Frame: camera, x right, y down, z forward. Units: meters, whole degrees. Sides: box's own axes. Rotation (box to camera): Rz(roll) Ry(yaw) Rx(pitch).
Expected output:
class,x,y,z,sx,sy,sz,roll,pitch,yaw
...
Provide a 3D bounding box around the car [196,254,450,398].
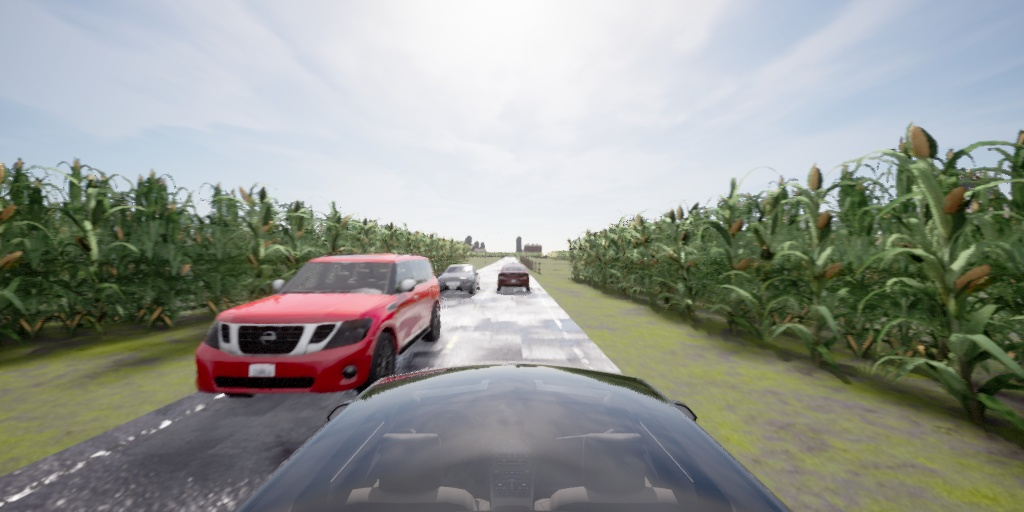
class,x,y,z,sx,sy,sz,roll,pitch,yaw
car,-2.839,0.971,6.874,2.150,2.045,5.566,0,0,1

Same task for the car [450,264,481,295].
class,x,y,z,sx,sy,sz,roll,pitch,yaw
car,-2.786,1.228,19.556,2.128,1.511,4.902,0,0,1

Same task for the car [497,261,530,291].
class,x,y,z,sx,sy,sz,roll,pitch,yaw
car,0.093,1.212,22.024,1.882,1.535,5.008,0,0,0
